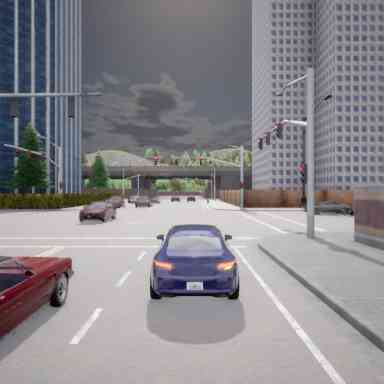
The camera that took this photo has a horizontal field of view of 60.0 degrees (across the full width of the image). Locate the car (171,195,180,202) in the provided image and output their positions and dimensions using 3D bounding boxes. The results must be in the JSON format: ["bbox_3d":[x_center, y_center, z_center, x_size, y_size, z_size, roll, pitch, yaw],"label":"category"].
[{"bbox_3d":[-3.662,1.501,74.560,1.812,1.442,4.674,0,0,0],"label":"car"}]

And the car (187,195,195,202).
[{"bbox_3d":[-0.162,1.477,74.568,1.837,1.490,4.892,0,0,0],"label":"car"}]

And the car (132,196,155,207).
[{"bbox_3d":[-7.203,1.352,49.879,2.097,1.767,4.553,0,0,0],"label":"car"}]

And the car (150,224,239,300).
[{"bbox_3d":[0.060,1.526,8.292,1.812,1.442,4.674,0,0,0],"label":"car"}]

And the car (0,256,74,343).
[{"bbox_3d":[-3.450,1.601,5.023,1.895,1.301,4.718,0,0,0],"label":"car"}]

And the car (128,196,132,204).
[{"bbox_3d":[-10.692,1.491,61.588,2.128,1.511,4.902,0,0,0],"label":"car"}]

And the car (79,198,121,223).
[{"bbox_3d":[-7.157,1.477,25.642,1.882,1.535,5.008,0,0,0],"label":"car"}]

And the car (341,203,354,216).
[{"bbox_3d":[16.223,1.564,30.001,4.181,1.385,1.994,0,0,0],"label":"car"}]

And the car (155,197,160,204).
[{"bbox_3d":[-7.190,1.601,62.985,1.895,1.301,4.718,0,0,0],"label":"car"}]

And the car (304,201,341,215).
[{"bbox_3d":[13.557,1.564,33.508,4.181,1.385,1.994,0,0,0],"label":"car"}]

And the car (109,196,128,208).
[{"bbox_3d":[-10.698,1.353,45.906,2.097,1.767,4.553,0,0,0],"label":"car"}]
